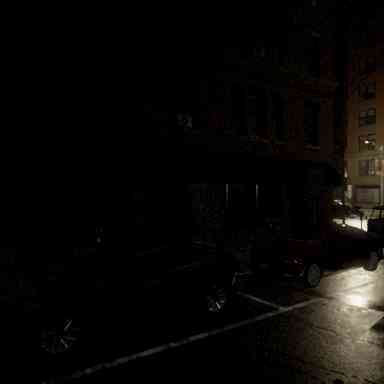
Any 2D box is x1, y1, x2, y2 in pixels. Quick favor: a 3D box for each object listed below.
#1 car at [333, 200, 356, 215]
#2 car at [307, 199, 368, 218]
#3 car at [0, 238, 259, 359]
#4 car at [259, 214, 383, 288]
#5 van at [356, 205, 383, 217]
[{"bbox_3d":[11.681,1.584,28.209,1.895,1.301,4.718,0,0,-36],"label":"car"},{"bbox_3d":[13.521,1.487,31.207,2.128,1.511,4.902,0,0,-36],"label":"car"},{"bbox_3d":[-1.070,1.566,5.988,4.313,1.339,1.947,0,0,-35],"label":"car"},{"bbox_3d":[3.551,1.544,9.255,4.507,1.381,1.887,0,0,-35],"label":"car"},{"bbox_3d":[8.174,1.338,12.522,3.998,1.788,1.690,0,0,-35],"label":"van"}]
